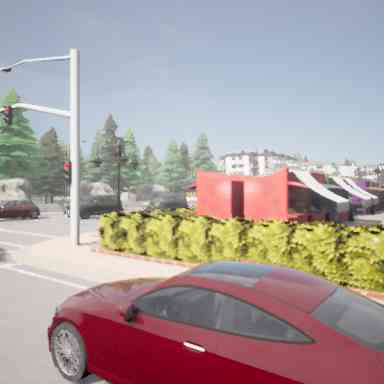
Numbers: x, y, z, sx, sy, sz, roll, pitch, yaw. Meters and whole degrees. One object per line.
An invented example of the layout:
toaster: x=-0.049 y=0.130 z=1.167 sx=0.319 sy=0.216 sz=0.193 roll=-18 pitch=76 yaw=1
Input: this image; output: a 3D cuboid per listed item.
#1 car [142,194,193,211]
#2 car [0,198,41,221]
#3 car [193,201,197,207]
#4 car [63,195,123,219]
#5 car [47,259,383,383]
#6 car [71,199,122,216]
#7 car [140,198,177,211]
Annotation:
car: x=-2.740 y=1.306 z=38.551 sx=2.150 sy=2.045 sz=5.566 roll=0 pitch=0 yaw=36
car: x=-15.083 y=1.442 z=27.488 sx=2.097 sy=1.767 sz=4.553 roll=0 pitch=0 yaw=36
car: x=1.935 y=1.566 z=50.927 sx=1.882 sy=1.535 sz=5.008 roll=0 pitch=0 yaw=36
car: x=-8.824 y=1.307 z=30.166 sx=2.150 sy=2.045 sz=5.566 roll=0 pitch=0 yaw=36
car: x=0.300 y=1.528 z=3.769 sx=4.674 sy=1.442 sz=1.812 roll=0 pitch=0 yaw=36
car: x=-9.845 y=1.567 z=34.713 sx=1.882 sy=1.535 sz=5.008 roll=0 pitch=0 yaw=36
car: x=-4.226 y=1.567 z=42.462 sx=1.882 sy=1.535 sz=5.008 roll=0 pitch=0 yaw=36
